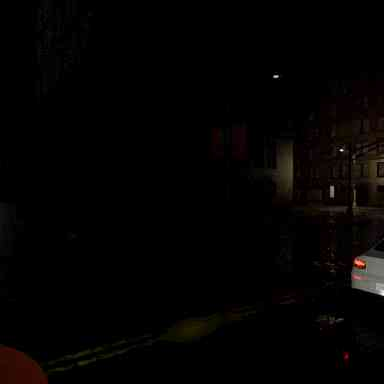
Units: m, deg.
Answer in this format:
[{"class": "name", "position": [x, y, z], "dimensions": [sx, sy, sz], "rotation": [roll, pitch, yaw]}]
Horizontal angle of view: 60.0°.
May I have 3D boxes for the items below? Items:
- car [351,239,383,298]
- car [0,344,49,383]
[{"class": "car", "position": [5.271, 1.528, 7.195], "dimensions": [4.674, 1.442, 1.812], "rotation": [0, 0, -35]}, {"class": "car", "position": [-3.161, 1.477, 1.190], "dimensions": [5.008, 1.535, 1.882], "rotation": [0, 0, -35]}]
